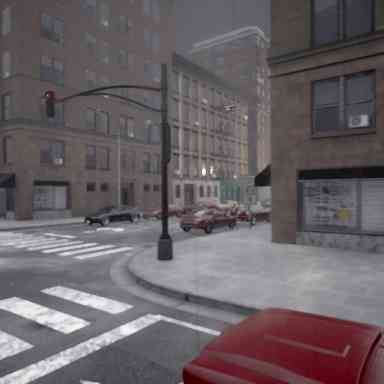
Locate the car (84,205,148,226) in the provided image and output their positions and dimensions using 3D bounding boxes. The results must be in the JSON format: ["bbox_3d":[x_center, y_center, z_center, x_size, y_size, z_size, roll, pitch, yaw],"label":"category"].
[{"bbox_3d":[-5.564,1.600,23.694,1.947,1.339,4.313,0,0,36],"label":"car"}]

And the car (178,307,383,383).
[{"bbox_3d":[2.164,1.600,2.146,4.718,1.301,1.895,0,0,36],"label":"car"}]

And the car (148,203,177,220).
[{"bbox_3d":[-2.353,1.614,28.183,1.802,1.307,4.206,0,0,36],"label":"car"}]

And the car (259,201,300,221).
[{"bbox_3d":[7.484,1.501,28.144,1.752,1.417,4.829,0,0,36],"label":"car"}]

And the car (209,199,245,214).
[{"bbox_3d":[3.968,1.554,37.021,1.752,1.417,4.829,0,0,36],"label":"car"}]

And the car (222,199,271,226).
[{"bbox_3d":[4.174,1.417,23.517,1.967,1.590,4.097,0,0,36],"label":"car"}]

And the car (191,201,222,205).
[{"bbox_3d":[0.857,1.575,32.671,1.887,1.381,4.507,0,0,36],"label":"car"}]

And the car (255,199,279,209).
[{"bbox_3d":[10.487,1.611,46.137,1.802,1.307,4.206,0,0,36],"label":"car"}]

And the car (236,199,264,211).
[{"bbox_3d":[7.277,1.610,41.648,1.802,1.307,4.206,0,0,36],"label":"car"}]

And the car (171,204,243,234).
[{"bbox_3d":[0.964,1.561,19.027,1.802,1.307,4.206,0,0,36],"label":"car"}]
